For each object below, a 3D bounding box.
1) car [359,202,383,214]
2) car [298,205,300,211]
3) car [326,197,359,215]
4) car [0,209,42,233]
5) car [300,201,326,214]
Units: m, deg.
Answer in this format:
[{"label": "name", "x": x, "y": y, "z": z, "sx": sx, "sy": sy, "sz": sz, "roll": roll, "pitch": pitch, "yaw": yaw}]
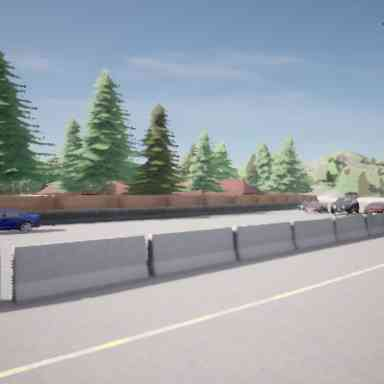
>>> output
[{"label": "car", "x": 20.825, "y": 1.852, "z": 37.379, "sx": 1.882, "sy": 1.535, "sz": 5.008, "roll": -1, "pitch": -1, "yaw": 41}, {"label": "car", "x": 17.469, "y": 2.055, "z": 49.863, "sx": 2.128, "sy": 1.511, "sz": 4.902, "roll": -1, "pitch": -1, "yaw": 38}, {"label": "car", "x": 18.545, "y": 1.645, "z": 40.077, "sx": 2.150, "sy": 2.045, "sz": 5.566, "roll": -1, "pitch": -1, "yaw": 41}, {"label": "car", "x": -12.277, "y": 1.845, "z": 21.084, "sx": 5.008, "sy": 1.535, "sz": 1.882, "roll": 0, "pitch": -1, "yaw": -36}, {"label": "car", "x": 15.986, "y": 2.000, "z": 42.512, "sx": 1.812, "sy": 1.442, "sz": 4.674, "roll": -1, "pitch": -1, "yaw": 40}]
